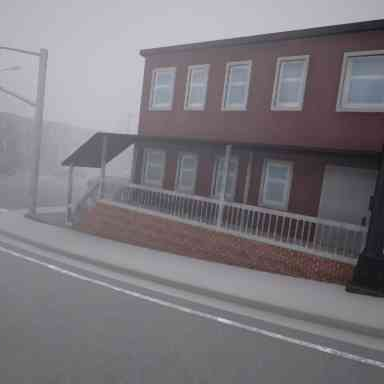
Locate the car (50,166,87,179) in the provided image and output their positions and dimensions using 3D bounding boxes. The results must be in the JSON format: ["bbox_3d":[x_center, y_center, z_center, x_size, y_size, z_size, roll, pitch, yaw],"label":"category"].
[{"bbox_3d":[-14.957,-2.478,40.600,1.812,1.442,4.674,10,6,36],"label":"car"}]

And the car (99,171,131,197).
[{"bbox_3d":[-5.591,-0.576,29.563,2.097,1.767,4.553,10,6,35],"label":"car"}]

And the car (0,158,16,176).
[{"bbox_3d":[-20.255,-2.657,33.261,2.097,1.767,4.553,10,6,36],"label":"car"}]

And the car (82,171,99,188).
[{"bbox_3d":[-8.010,-0.878,32.179,1.994,1.385,4.181,10,6,35],"label":"car"}]
